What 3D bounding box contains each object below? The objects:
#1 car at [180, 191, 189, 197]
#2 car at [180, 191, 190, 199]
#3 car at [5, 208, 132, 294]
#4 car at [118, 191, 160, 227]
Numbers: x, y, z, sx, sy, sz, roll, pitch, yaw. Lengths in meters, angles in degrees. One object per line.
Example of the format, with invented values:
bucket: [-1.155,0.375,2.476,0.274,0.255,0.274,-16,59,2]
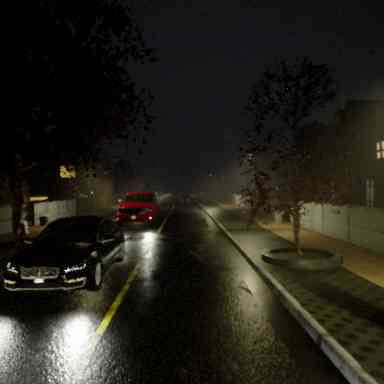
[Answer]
car: [-1.690,0.463,77.233,2.033,1.411,5.357,-1,1,-1]
car: [-1.458,0.665,66.843,2.128,1.511,4.902,-1,1,-1]
car: [-3.016,1.435,8.846,1.837,1.490,4.892,-1,1,-1]
car: [-3.283,0.996,21.123,2.150,2.045,5.566,-1,1,-1]
